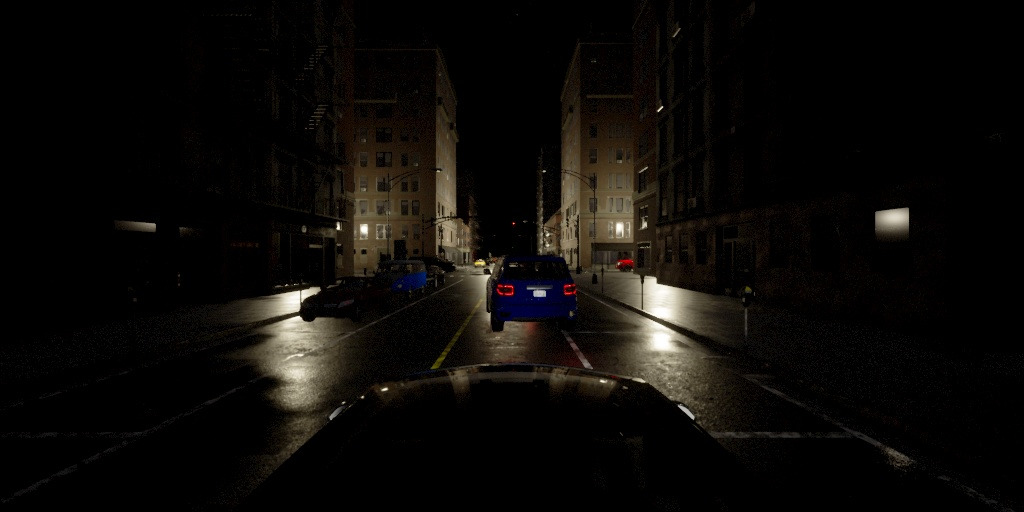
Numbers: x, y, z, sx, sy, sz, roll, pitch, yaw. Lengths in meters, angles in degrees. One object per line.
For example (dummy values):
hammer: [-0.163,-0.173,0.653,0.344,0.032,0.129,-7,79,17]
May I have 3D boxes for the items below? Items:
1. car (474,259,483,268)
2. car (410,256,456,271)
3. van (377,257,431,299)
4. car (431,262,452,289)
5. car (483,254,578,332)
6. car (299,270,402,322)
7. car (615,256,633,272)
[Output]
car: [-5.393,1.276,60.813,1.751,1.417,4.829,0,0,0]
car: [-9.246,1.015,40.852,5.566,2.045,2.150,-1,0,-11]
van: [-5.393,1.091,17.614,1.690,1.789,3.998,0,0,0]
car: [-5.392,1.301,23.020,2.007,1.370,4.403,0,0,0]
car: [0.359,0.972,11.050,2.150,2.045,5.566,0,0,-6]
car: [-5.394,1.332,12.208,1.802,1.307,4.207,0,0,0]
car: [15.329,0.880,43.071,5.566,2.045,2.150,0,0,0]
